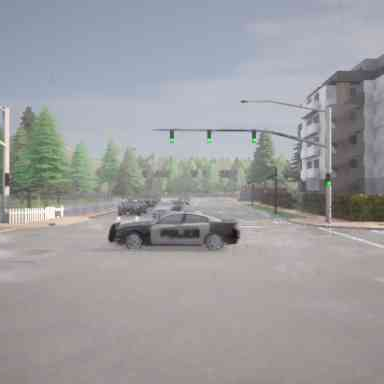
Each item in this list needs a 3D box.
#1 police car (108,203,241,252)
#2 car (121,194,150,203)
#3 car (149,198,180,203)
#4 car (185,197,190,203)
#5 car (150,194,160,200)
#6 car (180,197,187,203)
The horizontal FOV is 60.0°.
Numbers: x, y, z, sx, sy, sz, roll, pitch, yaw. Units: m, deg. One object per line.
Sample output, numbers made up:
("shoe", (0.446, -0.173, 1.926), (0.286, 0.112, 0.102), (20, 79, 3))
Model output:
("police car", (-0.667, 1.425, 13.446), (5.238, 1.638, 1.930), (0, 0, 1))
("car", (-5.770, 1.351, 32.652), (2.097, 1.767, 4.553), (0, 0, 2))
("car", (-2.365, 1.525, 30.190), (1.812, 1.442, 4.674), (0, 0, 2))
("car", (-1.341, 1.527, 54.719), (2.128, 1.511, 4.902), (0, 0, 2))
("car", (-5.351, 1.221, 43.313), (2.150, 2.045, 5.566), (0, 0, 3))
("car", (-2.005, 1.600, 39.514), (1.895, 1.301, 4.718), (0, 0, 2))
